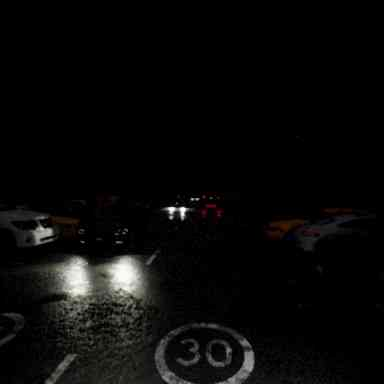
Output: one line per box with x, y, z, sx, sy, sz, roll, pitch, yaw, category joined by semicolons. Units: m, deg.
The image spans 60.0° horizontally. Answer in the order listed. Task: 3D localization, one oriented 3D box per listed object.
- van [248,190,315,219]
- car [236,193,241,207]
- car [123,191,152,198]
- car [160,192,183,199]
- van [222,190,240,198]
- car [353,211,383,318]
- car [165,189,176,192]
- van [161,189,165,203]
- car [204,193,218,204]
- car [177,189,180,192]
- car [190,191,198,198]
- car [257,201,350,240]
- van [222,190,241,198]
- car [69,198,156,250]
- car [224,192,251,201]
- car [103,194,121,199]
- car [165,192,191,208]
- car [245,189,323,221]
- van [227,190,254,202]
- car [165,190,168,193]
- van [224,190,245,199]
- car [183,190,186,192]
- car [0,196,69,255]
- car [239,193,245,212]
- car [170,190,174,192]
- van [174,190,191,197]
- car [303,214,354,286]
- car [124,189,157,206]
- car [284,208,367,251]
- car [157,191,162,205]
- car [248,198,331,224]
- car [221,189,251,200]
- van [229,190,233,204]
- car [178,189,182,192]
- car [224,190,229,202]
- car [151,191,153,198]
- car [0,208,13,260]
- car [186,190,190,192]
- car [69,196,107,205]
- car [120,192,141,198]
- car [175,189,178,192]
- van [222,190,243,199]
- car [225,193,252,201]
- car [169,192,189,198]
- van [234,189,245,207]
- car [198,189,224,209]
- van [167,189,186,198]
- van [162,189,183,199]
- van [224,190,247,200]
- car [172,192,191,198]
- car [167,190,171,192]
6.465;0.899;24.363;4.442;1.987;1.878;0;1;3;van
6.681;1.082;29.774;4.792;1.488;2.163;0;1;3;car
-6.374;0.981;27.791;5.366;1.575;1.946;0;1;3;car
-4.205;0.682;69.368;4.674;1.452;2.002;0;0;3;car
9.899;0.554;85.061;4.442;1.987;1.878;0;0;3;van
5.282;1.313;5.014;4.553;1.767;2.185;0;1;3;car
-5.490;0.787;49.977;5.366;1.575;1.946;0;0;3;car
-5.814;0.652;38.871;4.442;1.987;1.878;0;0;3;van
2.778;0.887;48.762;1.837;1.490;4.892;0;1;3;car
-4.998;0.750;55.510;4.892;1.521;2.231;0;0;3;car
0.711;0.673;75.927;2.128;1.511;4.902;0;0;3;car
5.528;1.300;13.200;5.366;1.575;1.946;0;1;3;car
9.353;0.505;79.544;4.442;1.987;1.878;0;0;3;van
-2.927;1.239;13.406;1.882;1.535;5.008;0;1;3;car
8.525;0.788;62.961;5.008;1.535;2.097;0;0;3;car
-7.216;1.107;19.500;5.366;1.575;1.946;0;1;3;car
-1.494;1.008;37.193;1.994;1.385;4.181;0;0;3;car
6.057;0.963;18.714;5.566;2.045;2.435;0;1;3;car
8.343;0.605;57.546;4.442;1.987;1.878;0;0;3;van
-5.805;0.885;41.653;4.792;1.488;2.163;0;0;3;car
9.118;0.500;71.249;4.442;1.987;1.878;0;0;3;van
-4.370;0.663;66.597;5.008;1.535;2.097;0;0;3;car
-7.471;0.997;11.169;5.566;2.045;2.435;0;1;3;car
6.532;1.114;27.139;4.792;1.488;2.163;0;1;3;car
-5.491;0.842;47.197;4.792;1.488;2.163;0;0;3;car
-2.681;0.523;94.289;4.442;1.987;1.878;0;0;3;van
5.370;1.425;7.661;4.792;1.488;2.163;0;1;3;car
-6.214;0.797;33.336;4.553;1.767;2.185;0;1;3;car
5.553;1.390;10.425;4.674;1.452;2.002;0;1;3;car
-6.060;0.928;36.106;4.792;1.488;2.163;0;0;3;car
6.154;1.198;21.487;4.792;1.488;2.163;0;1;3;car
8.668;0.515;65.850;5.566;2.045;2.435;0;0;3;car
7.163;0.732;40.839;4.442;1.987;1.878;0;0;3;van
-5.020;0.723;58.292;5.366;1.575;1.946;0;0;3;car
7.409;0.686;43.599;5.566;2.045;2.435;0;0;3;car
-6.409;0.951;30.564;4.892;1.521;2.231;0;1;3;car
-7.653;1.293;8.404;5.008;1.535;2.097;0;1;3;car
-3.863;0.349;74.908;5.566;2.045;2.435;0;0;3;car
-7.181;1.158;16.718;4.892;1.521;2.231;0;1;3;car
-6.895;1.016;25.163;5.366;1.575;1.946;0;1;3;car
-5.142;0.771;52.738;4.892;1.521;2.231;0;0;3;car
9.049;0.475;74.161;4.442;1.987;1.878;0;0;3;van
8.372;0.850;60.194;4.674;1.452;2.002;0;0;3;car
-3.299;0.707;85.981;4.792;1.488;2.163;0;0;3;car
6.702;0.799;32.526;4.442;1.987;1.878;0;1;3;van
2.072;0.698;36.225;2.150;2.045;5.566;0;0;3;car
-3.696;0.404;80.443;4.442;1.987;1.878;0;0;3;van
-4.165;0.394;72.145;4.442;1.987;1.878;0;0;3;van
8.969;0.520;68.608;4.442;1.987;1.878;0;0;3;van
-2.950;0.724;91.521;5.008;1.535;2.097;0;0;3;car
-5.648;0.864;44.425;4.792;1.488;2.163;0;0;3;car
